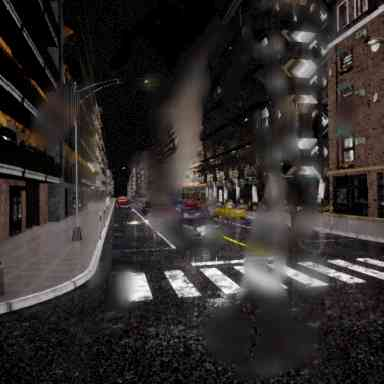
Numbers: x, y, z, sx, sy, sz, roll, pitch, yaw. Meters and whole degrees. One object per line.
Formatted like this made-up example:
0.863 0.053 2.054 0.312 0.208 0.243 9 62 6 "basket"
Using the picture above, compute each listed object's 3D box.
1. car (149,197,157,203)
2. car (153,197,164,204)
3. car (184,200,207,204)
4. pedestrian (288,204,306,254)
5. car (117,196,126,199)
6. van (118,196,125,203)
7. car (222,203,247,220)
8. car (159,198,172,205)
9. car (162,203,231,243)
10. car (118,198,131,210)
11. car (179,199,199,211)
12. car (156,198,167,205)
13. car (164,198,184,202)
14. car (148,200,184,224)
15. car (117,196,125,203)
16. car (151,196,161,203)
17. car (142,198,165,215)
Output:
-10.452 2.141 89.495 1.802 1.307 4.206 -1 0 -13 "car"
-7.958 2.011 78.450 1.887 1.381 4.507 -1 0 -13 "car"
0.773 1.703 39.789 1.887 1.381 4.507 -1 0 -13 "car"
3.734 1.307 11.959 0.375 1.860 0.375 -1 0 -13 "pedestrian"
-14.892 1.838 71.102 2.192 1.841 5.009 -1 0 -13 "car"
-18.634 2.001 87.670 1.690 1.788 3.998 -1 0 -13 "van"
3.230 1.604 28.911 1.752 1.417 4.829 -1 0 -13 "car"
-5.463 1.929 67.404 2.008 1.369 4.403 -1 0 -13 "car"
0.023 1.569 16.822 2.128 1.511 4.902 -1 0 -13 "car"
-9.899 1.929 49.007 1.802 1.307 4.206 -1 0 -13 "car"
-0.474 1.747 45.311 1.887 1.381 4.507 -1 0 -13 "car"
-6.710 1.973 72.927 2.008 1.369 4.403 -1 0 -13 "car"
-1.971 1.723 40.180 1.812 1.442 4.674 -1 0 -13 "car"
-2.179 1.667 26.578 1.812 1.442 4.674 -1 0 -13 "car"
-19.882 2.028 93.191 2.192 1.841 5.009 -1 0 -13 "car"
-9.206 1.952 83.972 1.967 1.590 4.097 -1 0 -13 "car"
-4.453 1.719 36.699 1.837 1.490 4.892 -1 0 -13 "car"
